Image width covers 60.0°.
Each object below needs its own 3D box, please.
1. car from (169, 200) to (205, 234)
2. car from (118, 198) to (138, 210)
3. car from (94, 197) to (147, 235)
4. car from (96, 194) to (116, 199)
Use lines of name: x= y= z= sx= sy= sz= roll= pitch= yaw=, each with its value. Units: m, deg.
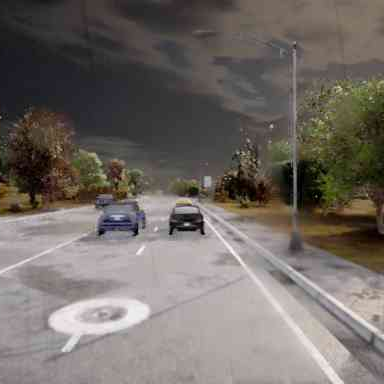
car: x=-0.323 y=1.480 z=19.196 sx=1.882 sy=1.535 sz=5.008 roll=0 pitch=0 yaw=-2
car: x=-8.262 y=1.576 z=43.189 sx=1.994 sy=1.385 sz=4.181 roll=0 pitch=0 yaw=-2
car: x=-3.820 y=1.358 z=18.898 sx=2.097 sy=1.767 sz=4.553 roll=0 pitch=0 yaw=-2
car: x=-11.847 y=1.241 z=46.084 sx=2.150 sy=2.045 sz=5.566 roll=0 pitch=0 yaw=-1
